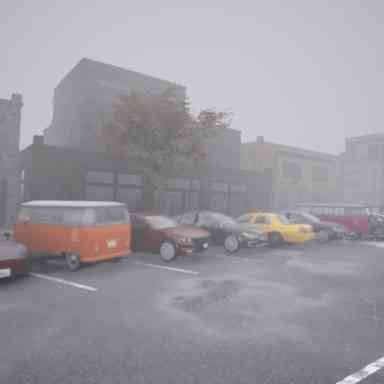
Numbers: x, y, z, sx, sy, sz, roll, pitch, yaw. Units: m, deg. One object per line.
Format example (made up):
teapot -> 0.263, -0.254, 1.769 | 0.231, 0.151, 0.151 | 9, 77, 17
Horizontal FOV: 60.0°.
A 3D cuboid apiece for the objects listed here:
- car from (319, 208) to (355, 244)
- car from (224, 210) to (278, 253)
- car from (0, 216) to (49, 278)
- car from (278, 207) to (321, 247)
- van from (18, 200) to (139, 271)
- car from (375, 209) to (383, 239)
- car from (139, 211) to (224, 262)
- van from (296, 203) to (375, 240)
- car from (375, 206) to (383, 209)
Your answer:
car -> 5.558, 1.756, 17.526 | 4.892, 1.521, 2.231 | 0, -2, 35
car -> 0.786, 1.583, 14.148 | 4.892, 1.521, 2.231 | -1, -2, 35
car -> -6.347, 1.505, 9.035 | 4.792, 1.488, 2.163 | -1, -1, 35
car -> 3.019, 1.656, 15.933 | 5.366, 1.575, 1.946 | 0, -2, 35
van -> -4.082, 1.267, 10.820 | 4.442, 1.987, 1.878 | -1, -1, 35
car -> 10.340, 2.007, 20.879 | 4.892, 1.521, 2.231 | 0, -2, 35
car -> -1.601, 1.527, 12.455 | 5.008, 1.535, 2.097 | -1, -1, 35
van -> 7.859, 1.645, 19.277 | 4.442, 1.987, 1.878 | 0, -2, 35
car -> 15.162, 2.090, 24.252 | 5.566, 2.045, 2.435 | 0, -3, 35
